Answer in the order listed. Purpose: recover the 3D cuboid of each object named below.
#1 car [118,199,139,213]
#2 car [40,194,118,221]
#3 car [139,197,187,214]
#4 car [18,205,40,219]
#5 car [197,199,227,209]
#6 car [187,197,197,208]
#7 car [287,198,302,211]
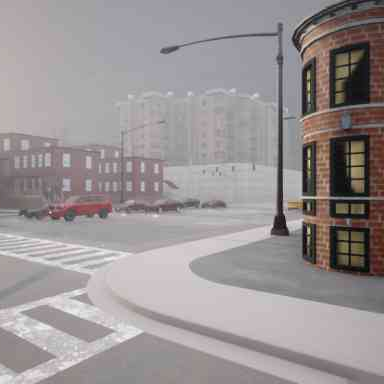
[{"bbox_3d":[-6.518,1.526,37.253,1.812,1.442,4.674,0,0,35],"label":"car"},{"bbox_3d":[-9.166,1.221,27.549,2.150,2.045,5.566,0,0,36],"label":"car"},{"bbox_3d":[-3.065,1.478,36.078,1.882,1.535,5.008,0,0,35],"label":"car"},{"bbox_3d":[-12.247,1.547,29.260,2.033,1.411,5.357,0,0,36],"label":"car"},{"bbox_3d":[2.942,1.562,44.439,1.994,1.385,4.181,0,0,36],"label":"car"},{"bbox_3d":[-0.741,1.492,45.315,2.128,1.511,4.902,0,0,36],"label":"car"},{"bbox_3d":[13.125,1.478,40.337,1.882,1.535,5.008,0,0,36],"label":"car"}]
